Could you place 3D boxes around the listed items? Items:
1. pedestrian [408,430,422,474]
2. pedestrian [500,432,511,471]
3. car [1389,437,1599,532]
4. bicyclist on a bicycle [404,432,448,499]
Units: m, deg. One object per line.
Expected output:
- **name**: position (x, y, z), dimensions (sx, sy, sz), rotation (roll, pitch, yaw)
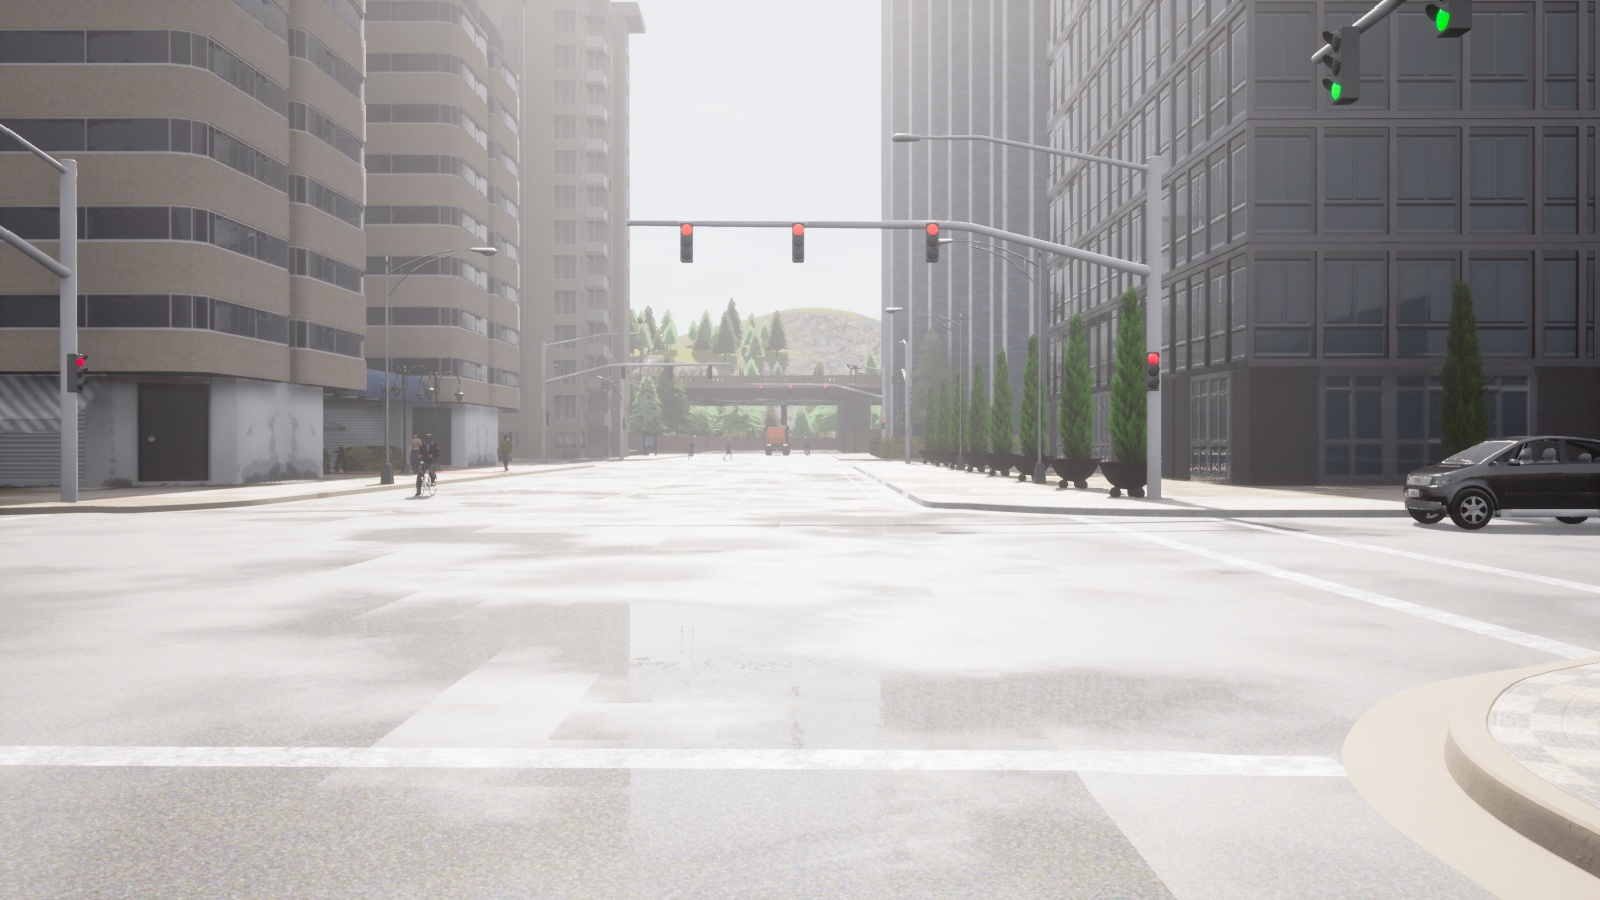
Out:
- **pedestrian**: position (-16.173, 0.094, 52.740), dimensions (0.345, 1.836, 0.594), rotation (0, 0, 5)
- **pedestrian**: position (-13.925, 0.059, 59.397), dimensions (0.370, 1.835, 0.726), rotation (0, 0, -1)
- **car**: position (12.269, 0.559, 21.319), dimensions (3.705, 1.549, 1.789), rotation (0, 0, 1)
- **bicyclist on a bicycle**: position (-10.291, 0.413, 34.589), dimensions (0.659, 1.776, 1.843), rotation (0, 0, 0)
